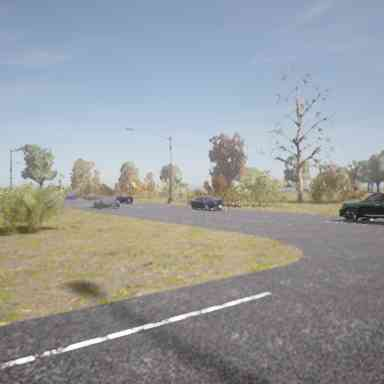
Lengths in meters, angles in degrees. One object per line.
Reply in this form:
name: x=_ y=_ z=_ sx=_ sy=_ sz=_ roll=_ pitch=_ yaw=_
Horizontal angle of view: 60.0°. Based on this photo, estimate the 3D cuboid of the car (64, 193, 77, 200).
car: x=-26.716 y=0.953 z=72.751 sx=1.812 sy=1.442 sz=4.674 roll=-1 pitch=1 yaw=-37

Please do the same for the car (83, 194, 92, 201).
car: x=-19.043 y=1.029 z=62.607 sx=1.812 sy=1.442 sz=4.674 roll=-1 pitch=1 yaw=-37

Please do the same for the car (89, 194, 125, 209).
car: x=-10.026 y=1.269 z=39.088 sx=1.994 sy=1.385 sz=4.181 roll=-1 pitch=1 yaw=-37

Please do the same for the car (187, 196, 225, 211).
car: x=1.425 y=1.184 z=35.551 sx=1.837 sy=1.490 sz=4.892 roll=-1 pitch=1 yaw=-37

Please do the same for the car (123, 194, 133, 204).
car: x=-10.943 y=1.051 z=51.899 sx=1.882 sy=1.535 sz=5.008 roll=-1 pitch=1 yaw=-37

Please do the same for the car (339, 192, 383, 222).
car: x=12.348 y=0.997 z=21.104 sx=2.150 sy=2.045 sz=5.566 roll=-1 pitch=1 yaw=-37
